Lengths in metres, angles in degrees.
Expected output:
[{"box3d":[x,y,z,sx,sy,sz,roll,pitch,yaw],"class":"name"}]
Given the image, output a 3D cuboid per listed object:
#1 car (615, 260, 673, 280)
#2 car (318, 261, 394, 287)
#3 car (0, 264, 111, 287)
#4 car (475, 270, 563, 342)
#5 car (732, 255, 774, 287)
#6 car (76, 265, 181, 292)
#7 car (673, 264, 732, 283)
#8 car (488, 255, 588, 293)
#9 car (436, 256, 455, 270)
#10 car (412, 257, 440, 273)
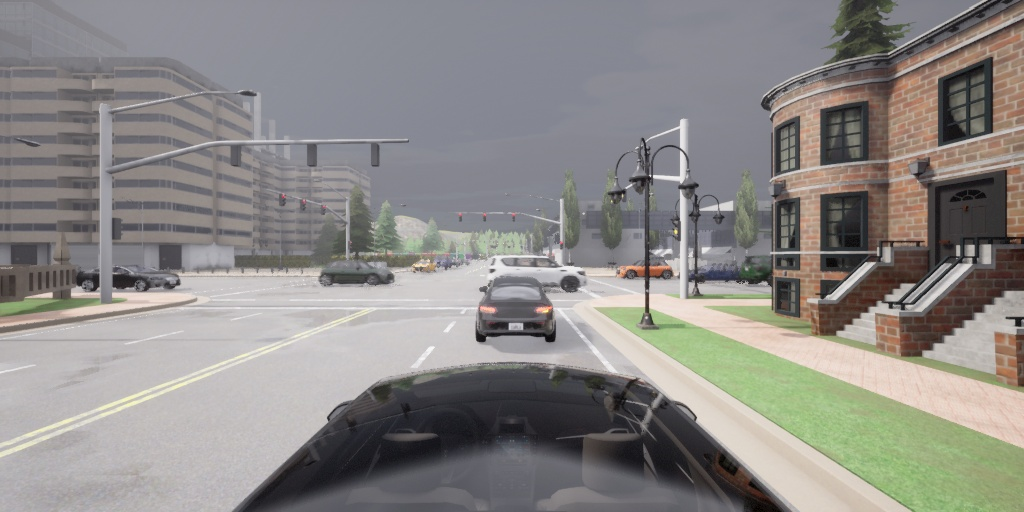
[{"box3d":[11.326,1.102,30.897,4.553,1.767,2.097,0,0,-1],"class":"car"},{"box3d":[-10.283,1.101,23.937,4.553,1.767,2.097,0,0,2],"class":"car"},{"box3d":[-30.783,1.297,24.087,5.357,1.411,2.033,0,0,0],"class":"car"},{"box3d":[0.088,1.276,9.617,1.812,1.442,4.674,0,0,0],"class":"car"},{"box3d":[18.151,0.971,23.719,5.566,2.045,2.150,0,0,-1],"class":"car"},{"box3d":[-21.905,1.241,20.578,4.902,1.511,2.128,0,0,0],"class":"car"},{"box3d":[15.629,1.297,27.404,5.357,1.411,2.033,0,0,-1],"class":"car"},{"box3d":[1.367,0.971,20.134,5.566,2.045,2.150,0,0,1],"class":"car"},{"box3d":[-10.572,0.971,54.297,2.150,2.045,5.566,0,0,0],"class":"car"},{"box3d":[-10.637,1.227,43.639,1.882,1.535,5.008,0,0,2],"class":"car"}]
